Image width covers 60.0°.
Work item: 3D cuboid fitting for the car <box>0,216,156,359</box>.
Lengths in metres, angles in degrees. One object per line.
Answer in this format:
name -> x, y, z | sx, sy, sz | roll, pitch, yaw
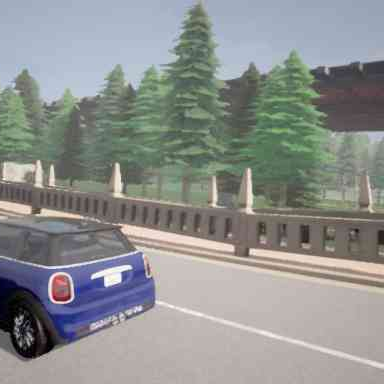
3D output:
car -> -2.870, 1.213, 6.037 | 4.553, 1.767, 2.097 | 2, 1, 35
